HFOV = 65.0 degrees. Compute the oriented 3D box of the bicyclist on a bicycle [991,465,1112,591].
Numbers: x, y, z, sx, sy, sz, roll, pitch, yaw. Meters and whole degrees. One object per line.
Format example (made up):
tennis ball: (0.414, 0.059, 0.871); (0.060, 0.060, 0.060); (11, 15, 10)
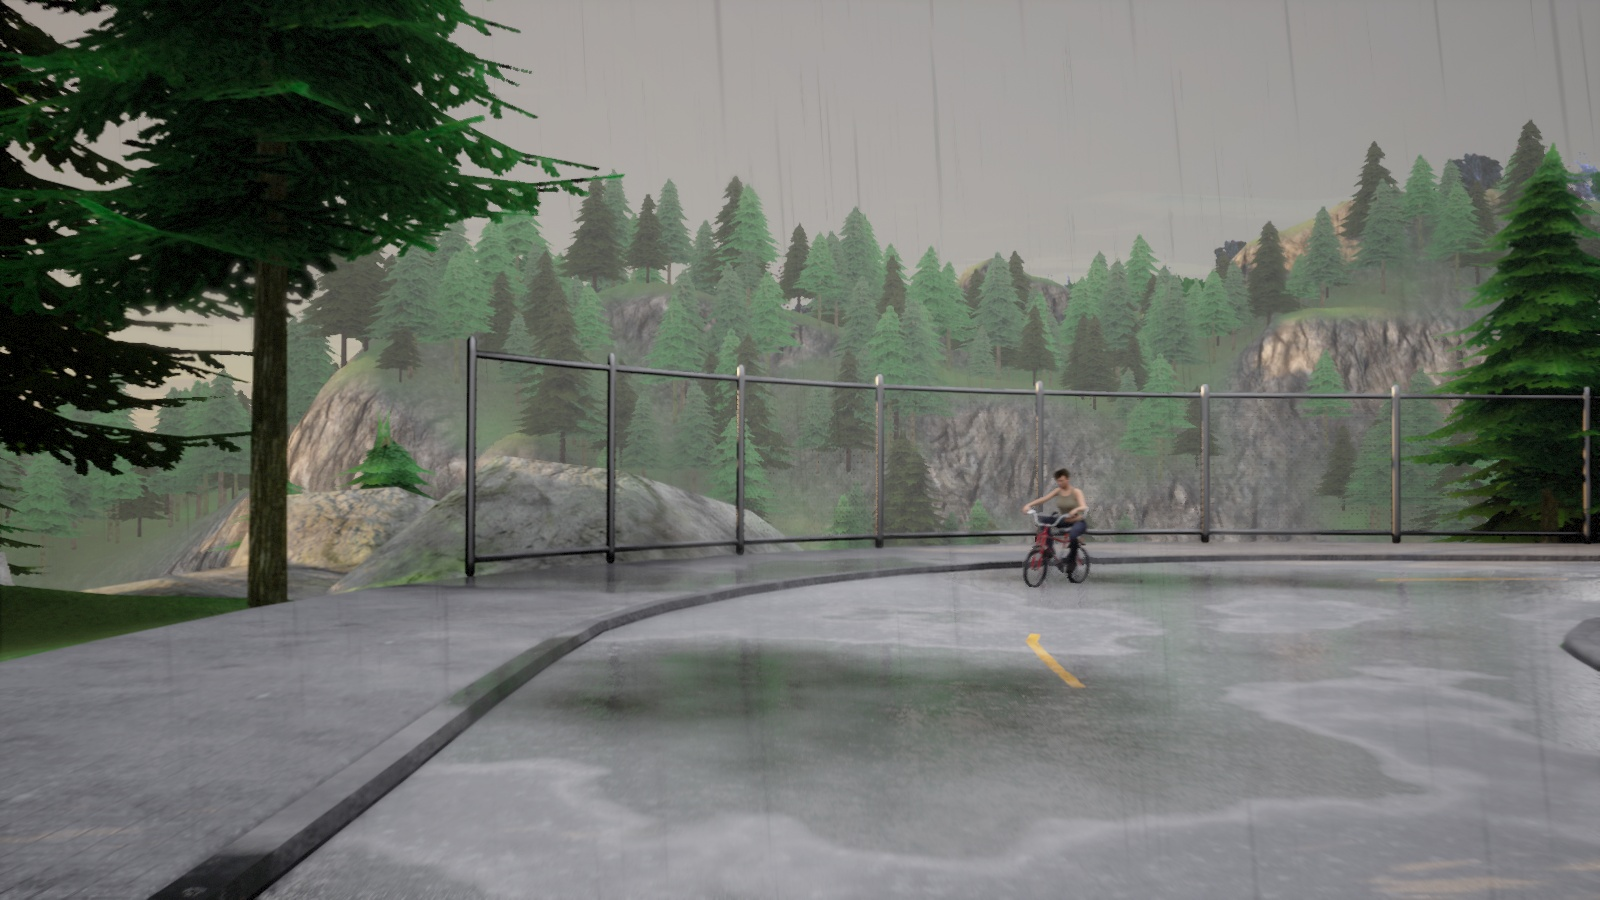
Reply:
bicyclist on a bicycle: (3.457, 1.027, 17.205); (1.509, 1.612, 0.866); (1, 1, -43)
